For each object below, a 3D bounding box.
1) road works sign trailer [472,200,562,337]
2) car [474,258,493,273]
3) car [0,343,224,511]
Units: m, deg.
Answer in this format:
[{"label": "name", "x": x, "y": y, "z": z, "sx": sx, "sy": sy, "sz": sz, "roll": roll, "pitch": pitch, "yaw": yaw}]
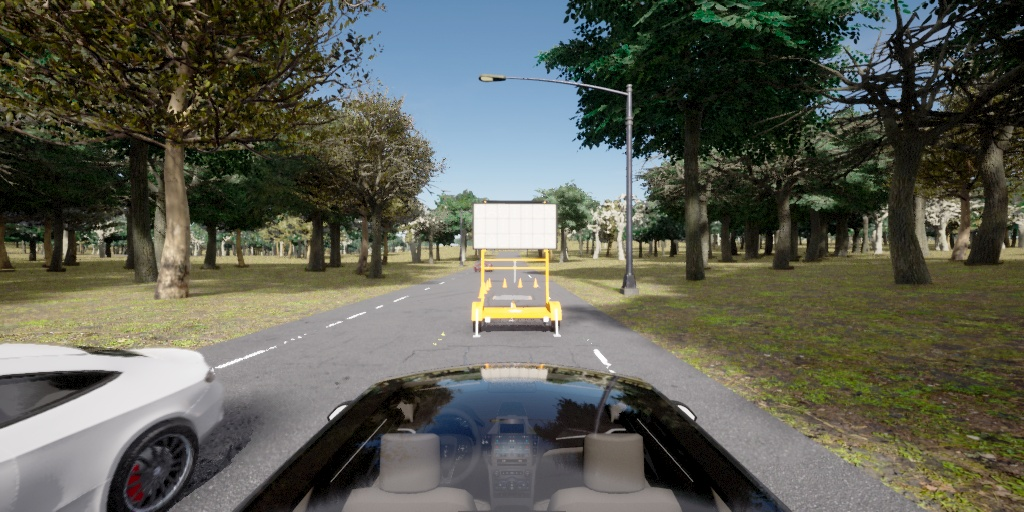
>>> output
[{"label": "road works sign trailer", "x": 0.079, "y": 0.221, "z": 10.297, "sx": 2.380, "sy": 3.560, "sz": 2.880, "roll": 0, "pitch": 0, "yaw": -2}, {"label": "car", "x": -3.555, "y": 1.130, "z": 44.862, "sx": 2.097, "sy": 1.767, "sz": 4.553, "roll": 0, "pitch": 0, "yaw": 0}, {"label": "car", "x": -3.596, "y": 1.276, "z": 1.471, "sx": 1.812, "sy": 1.442, "sz": 4.674, "roll": 0, "pitch": 0, "yaw": 0}]
